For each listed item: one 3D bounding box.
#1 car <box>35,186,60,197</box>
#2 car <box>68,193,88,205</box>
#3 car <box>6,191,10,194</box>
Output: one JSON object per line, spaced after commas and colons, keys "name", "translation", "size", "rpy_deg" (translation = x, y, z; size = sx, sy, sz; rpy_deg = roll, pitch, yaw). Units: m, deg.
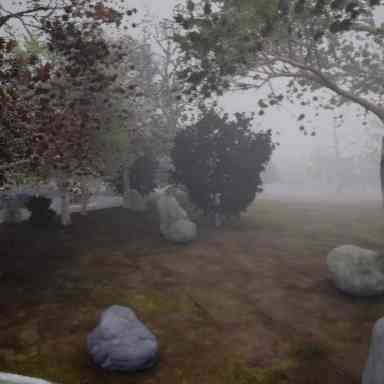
{"name": "car", "translation": [-20.351, -0.103, 47.974], "size": [5.008, 1.535, 1.882], "rpy_deg": [2, 2, 23]}
{"name": "car", "translation": [-12.495, 0.454, 36.382], "size": [1.882, 1.535, 5.008], "rpy_deg": [-1, 3, -22]}
{"name": "car", "translation": [-30.853, -0.391, 52.098], "size": [4.902, 1.511, 2.128], "rpy_deg": [2, 2, 22]}
